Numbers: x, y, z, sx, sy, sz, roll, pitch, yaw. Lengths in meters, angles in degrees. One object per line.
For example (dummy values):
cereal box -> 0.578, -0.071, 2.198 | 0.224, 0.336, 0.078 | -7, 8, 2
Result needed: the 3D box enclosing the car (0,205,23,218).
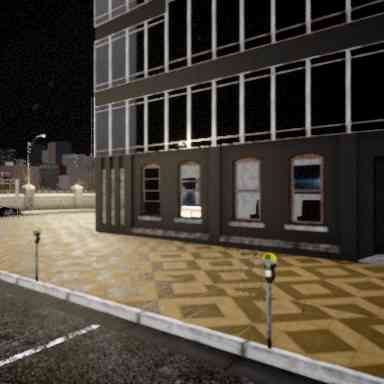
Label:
car -> -16.742, 1.467, 26.837 | 5.357, 1.411, 2.033 | 0, 0, -44
